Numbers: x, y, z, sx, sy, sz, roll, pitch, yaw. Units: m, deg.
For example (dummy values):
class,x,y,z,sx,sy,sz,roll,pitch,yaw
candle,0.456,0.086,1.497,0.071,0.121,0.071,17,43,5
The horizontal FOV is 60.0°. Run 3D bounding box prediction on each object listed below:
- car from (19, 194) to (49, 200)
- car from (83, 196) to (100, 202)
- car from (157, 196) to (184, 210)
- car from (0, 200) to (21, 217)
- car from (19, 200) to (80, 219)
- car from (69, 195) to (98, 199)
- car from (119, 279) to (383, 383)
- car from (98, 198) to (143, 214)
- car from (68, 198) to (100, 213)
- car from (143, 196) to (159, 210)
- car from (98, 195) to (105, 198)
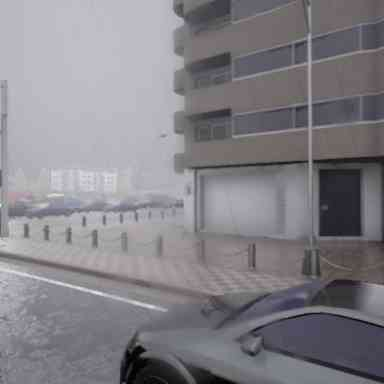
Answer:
class,x,y,z,sx,sy,sz,roll,pitch,yaw
car,-34.280,1.630,72.190,1.932,1.855,4.605,0,0,35
car,-26.564,1.889,88.200,1.970,1.475,3.806,0,0,35
car,-2.434,1.738,47.891,1.837,1.490,4.892,0,0,35
car,-17.649,1.802,32.266,2.033,1.411,5.357,0,0,35
car,-13.582,1.759,31.940,1.812,1.442,4.674,0,0,35
car,-20.414,1.769,62.530,1.970,1.475,3.806,0,0,35
car,1.294,1.568,3.062,4.181,1.385,1.994,0,0,35
car,-8.396,1.759,39.374,1.812,1.442,4.674,0,0,35
car,-11.877,1.802,40.521,2.033,1.411,5.357,0,0,35
car,-5.998,1.732,48.910,1.882,1.535,5.008,0,0,35
car,-24.205,1.632,86.524,1.905,1.878,3.866,0,0,35
